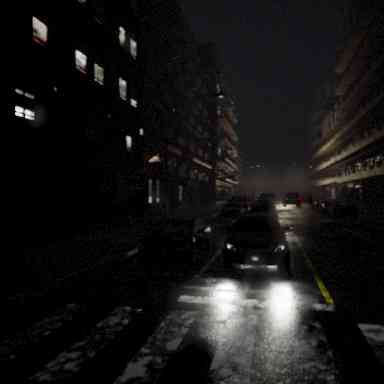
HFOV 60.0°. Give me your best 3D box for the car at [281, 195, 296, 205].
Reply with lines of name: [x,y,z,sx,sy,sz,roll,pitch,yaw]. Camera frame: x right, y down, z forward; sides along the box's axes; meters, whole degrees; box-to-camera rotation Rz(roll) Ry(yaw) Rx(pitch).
car: [16.223,1.321,56.246,2.128,1.511,4.902,-1,0,13]

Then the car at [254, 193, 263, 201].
car: [16.393,1.214,81.881,2.192,1.841,5.009,0,0,13]

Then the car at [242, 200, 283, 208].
car: [4.300,1.435,20.077,1.837,1.490,4.892,-1,0,13]

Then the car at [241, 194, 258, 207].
car: [8.640,1.249,49.386,2.192,1.841,5.009,0,0,13]

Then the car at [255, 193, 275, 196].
car: [9.084,1.124,39.949,2.150,2.045,5.566,-1,0,14]

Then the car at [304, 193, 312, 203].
car: [18.075,1.106,52.825,2.192,1.841,5.009,0,0,13]

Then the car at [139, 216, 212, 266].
car: [-0.403,1.537,11.474,2.008,1.369,4.403,0,0,13]

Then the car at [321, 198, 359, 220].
car: [11.615,1.376,25.746,2.008,1.369,4.403,0,0,13]

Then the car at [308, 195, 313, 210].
car: [14.239,1.336,36.742,1.752,1.417,4.829,0,0,13]

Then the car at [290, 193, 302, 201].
car: [23.242,1.082,74.488,2.192,1.841,5.009,0,0,13]

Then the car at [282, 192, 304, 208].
car: [13.722,1.064,45.804,2.150,2.045,5.566,-1,0,14]

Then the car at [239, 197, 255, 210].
car: [7.309,1.466,43.805,1.752,1.417,4.829,0,0,13]

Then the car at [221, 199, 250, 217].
car: [3.473,1.507,27.723,1.887,1.381,4.507,0,0,13]

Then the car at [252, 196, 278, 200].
car: [6.626,1.394,29.810,1.882,1.535,5.008,-1,0,13]

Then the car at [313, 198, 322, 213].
car: [12.908,1.369,31.161,2.008,1.369,4.403,0,0,13]

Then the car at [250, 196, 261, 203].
car: [12.517,1.482,65.634,1.947,1.339,4.313,0,0,13]

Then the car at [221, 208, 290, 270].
car: [2.156,1.469,11.010,1.812,1.442,4.674,-1,0,13]

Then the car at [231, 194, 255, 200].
car: [4.764,1.270,33.139,2.192,1.841,5.009,0,0,13]
